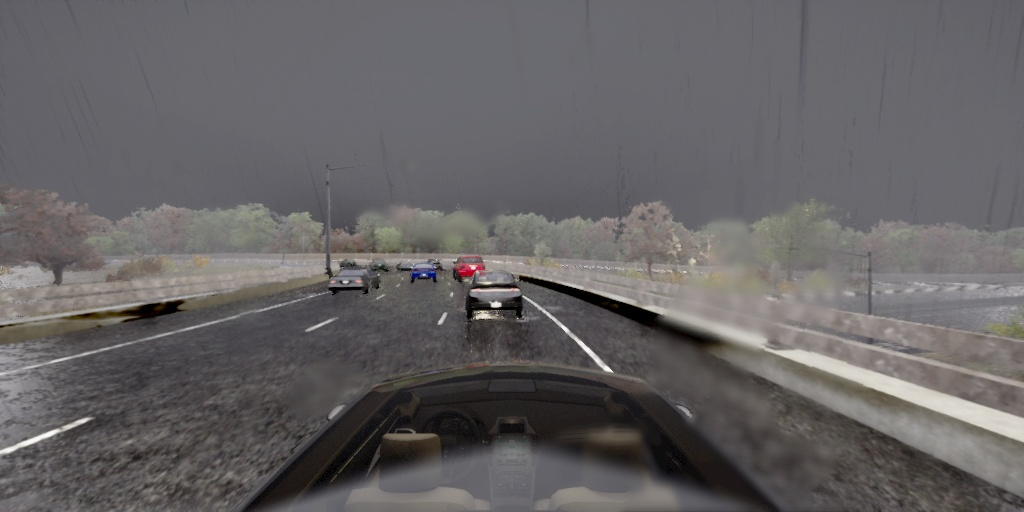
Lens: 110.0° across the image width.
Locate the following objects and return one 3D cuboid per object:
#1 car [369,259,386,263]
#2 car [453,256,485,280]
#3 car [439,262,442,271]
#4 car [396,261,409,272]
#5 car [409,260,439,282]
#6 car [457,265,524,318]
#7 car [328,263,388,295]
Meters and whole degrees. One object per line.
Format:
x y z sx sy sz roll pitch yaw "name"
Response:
-18.068 1.211 48.317 2.097 1.767 4.553 0 0 -26 "car"
-3.544 0.996 29.282 2.150 2.045 5.566 0 0 -14 "car"
-11.113 1.324 50.034 1.837 1.490 4.892 0 0 -25 "car"
-14.778 1.404 49.539 1.994 1.385 4.181 0 0 -25 "car"
-7.302 1.273 29.633 1.882 1.535 5.008 0 0 -14 "car"
-0.737 1.248 13.108 2.128 1.511 4.902 0 0 -6 "car"
-8.749 1.350 20.379 2.033 1.411 5.357 0 0 -10 "car"
